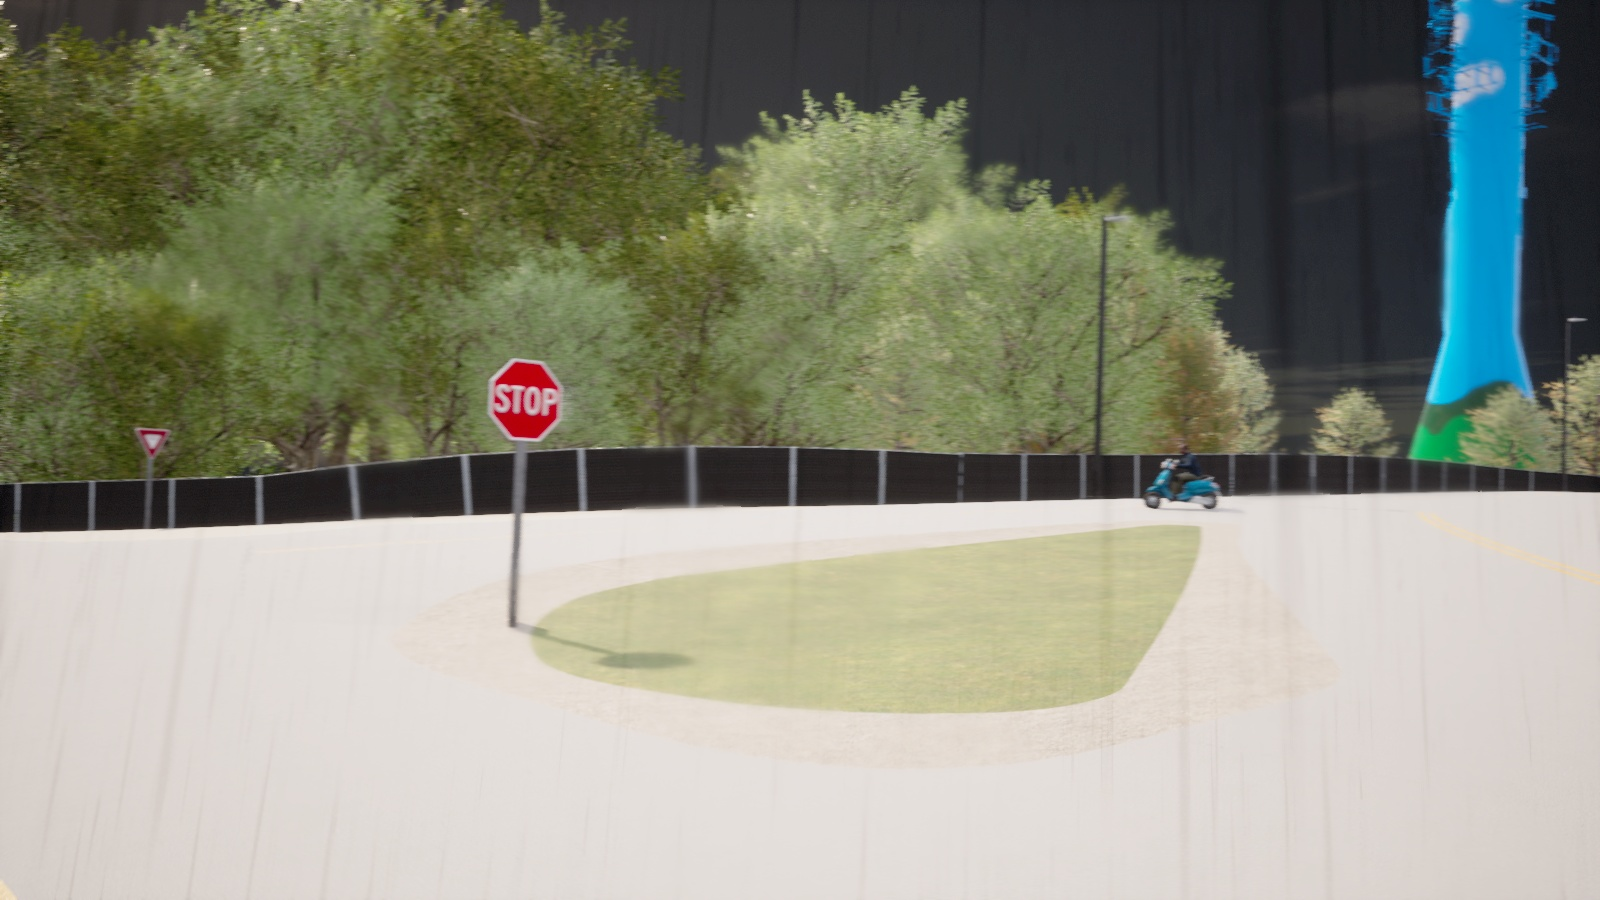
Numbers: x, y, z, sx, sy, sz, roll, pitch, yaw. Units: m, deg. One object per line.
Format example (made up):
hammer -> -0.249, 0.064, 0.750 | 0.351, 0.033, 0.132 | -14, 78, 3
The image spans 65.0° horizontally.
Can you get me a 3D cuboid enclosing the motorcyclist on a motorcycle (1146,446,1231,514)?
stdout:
motorcyclist on a motorcycle -> 9.325, 0.712, 30.198 | 1.817, 1.590, 0.866 | 1, 0, 8
